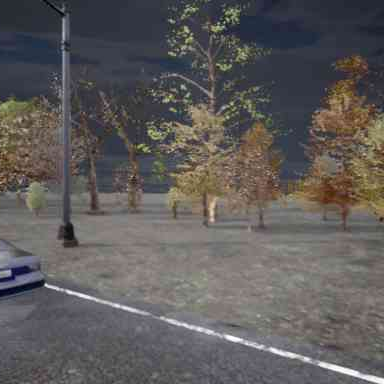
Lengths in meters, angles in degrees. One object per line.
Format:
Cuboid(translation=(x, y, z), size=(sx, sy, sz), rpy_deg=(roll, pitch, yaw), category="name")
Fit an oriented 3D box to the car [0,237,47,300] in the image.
Cuboid(translation=(-5.512, 1.572, 7.591), size=(5.357, 1.411, 2.033), rpy_deg=(0, 0, 36), category="car")
